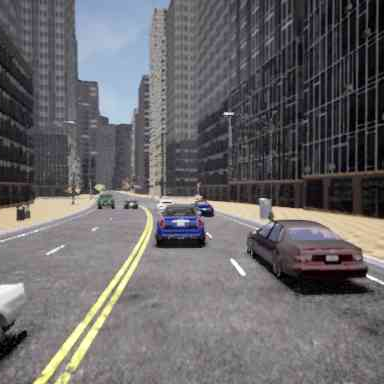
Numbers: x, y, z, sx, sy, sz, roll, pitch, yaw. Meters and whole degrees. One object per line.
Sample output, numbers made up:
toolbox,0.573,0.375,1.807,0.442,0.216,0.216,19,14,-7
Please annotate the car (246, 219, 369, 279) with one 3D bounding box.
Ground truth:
car,3.039,1.535,10.004,2.033,1.411,5.357,0,0,-3

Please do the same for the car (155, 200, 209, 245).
car,-0.612,1.344,15.815,2.097,1.767,4.553,0,0,-4

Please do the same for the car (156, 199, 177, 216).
car,-2.623,1.497,33.465,1.812,1.442,4.674,0,0,-8

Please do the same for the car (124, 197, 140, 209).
car,-8.178,1.464,44.849,2.128,1.511,4.902,0,0,-12

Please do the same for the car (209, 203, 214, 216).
car,0.842,1.524,32.233,1.994,1.385,4.181,0,0,-8

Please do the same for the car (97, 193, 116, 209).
car,-11.431,1.208,44.582,2.150,2.045,5.566,0,0,-12

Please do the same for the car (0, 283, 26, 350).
car,-3.427,1.607,2.849,1.895,1.301,4.718,0,0,-1
